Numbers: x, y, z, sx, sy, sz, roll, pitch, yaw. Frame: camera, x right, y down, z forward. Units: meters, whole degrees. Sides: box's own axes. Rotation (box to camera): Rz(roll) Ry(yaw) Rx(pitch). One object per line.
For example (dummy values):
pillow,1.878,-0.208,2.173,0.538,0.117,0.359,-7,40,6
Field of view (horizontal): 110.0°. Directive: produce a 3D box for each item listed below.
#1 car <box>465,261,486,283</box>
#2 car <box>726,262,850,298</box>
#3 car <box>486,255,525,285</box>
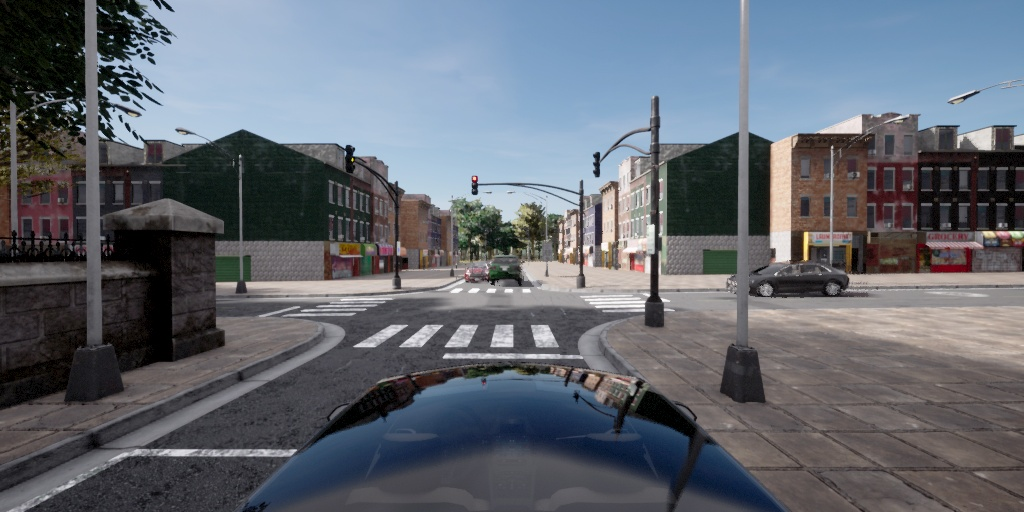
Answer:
car,-2.541,1.199,28.117,1.967,1.591,4.097,0,0,0
car,12.420,1.042,16.327,4.892,1.490,1.837,-2,1,0
car,-0.280,0.978,26.505,2.150,2.045,5.566,0,0,4
